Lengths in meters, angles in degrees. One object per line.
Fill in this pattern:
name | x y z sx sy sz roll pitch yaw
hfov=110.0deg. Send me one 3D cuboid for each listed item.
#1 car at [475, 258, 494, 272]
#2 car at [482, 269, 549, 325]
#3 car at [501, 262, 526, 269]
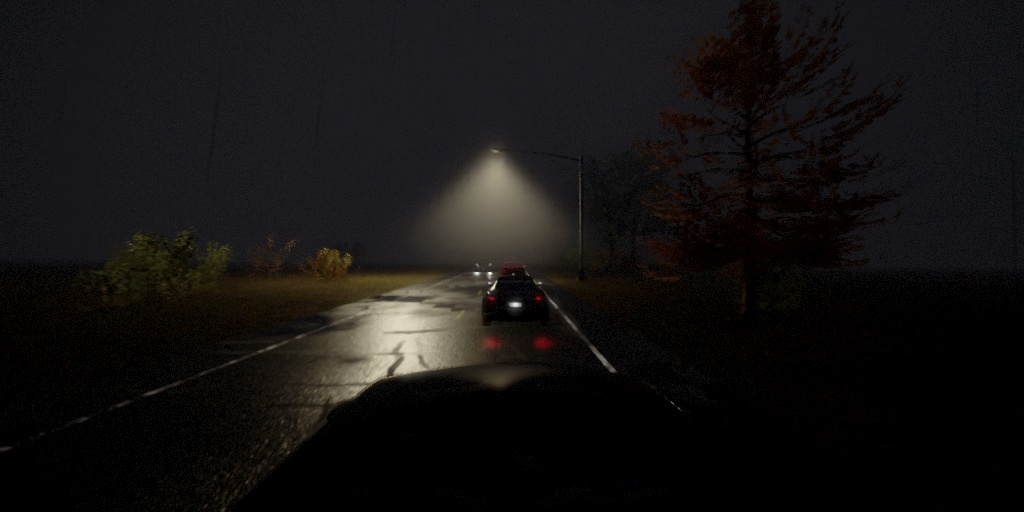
car | -3.516 1.089 46.175 2.097 1.767 4.553 0 0 0
car | 0.099 1.314 11.852 1.994 1.385 4.181 0 0 0
car | 0.098 1.223 29.675 1.882 1.535 5.008 0 0 0
